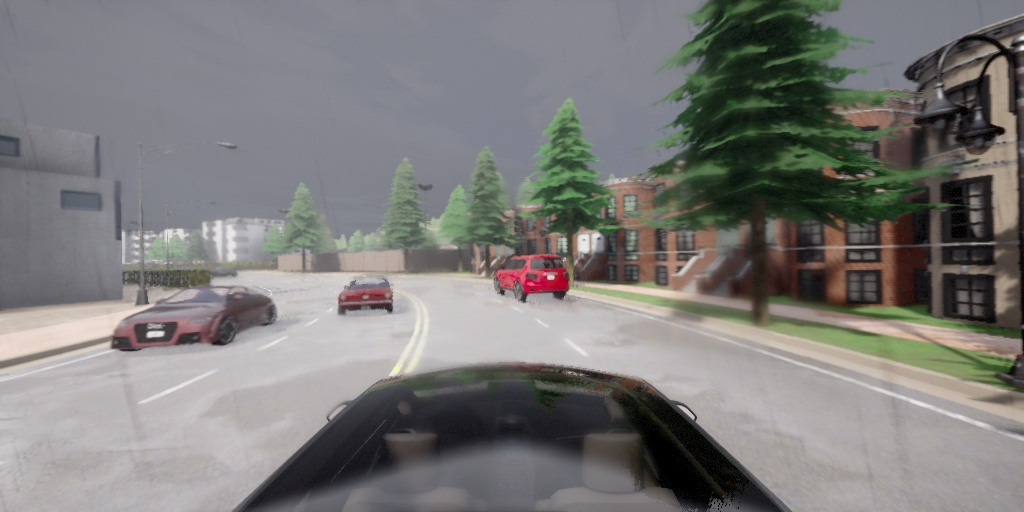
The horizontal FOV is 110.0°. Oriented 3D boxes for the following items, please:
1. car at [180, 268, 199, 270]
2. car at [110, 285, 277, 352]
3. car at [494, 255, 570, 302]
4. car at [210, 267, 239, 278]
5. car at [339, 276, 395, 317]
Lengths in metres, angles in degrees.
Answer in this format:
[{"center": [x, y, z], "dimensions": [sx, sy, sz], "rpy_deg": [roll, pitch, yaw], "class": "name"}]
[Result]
[{"center": [-40.316, 2.225, 44.917], "dimensions": [4.892, 1.490, 1.837], "rpy_deg": [-2, -1, 34], "class": "car"}, {"center": [-8.113, 1.505, 9.646], "dimensions": [1.994, 1.385, 4.181], "rpy_deg": [-1, 0, -13], "class": "car"}, {"center": [0.794, 1.009, 17.474], "dimensions": [2.150, 2.045, 5.566], "rpy_deg": [-1, 0, -18], "class": "car"}, {"center": [-38.677, 2.237, 48.034], "dimensions": [5.357, 1.411, 2.033], "rpy_deg": [-1, 0, 34], "class": "car"}, {"center": [-5.728, 1.510, 14.463], "dimensions": [1.895, 1.301, 4.718], "rpy_deg": [-1, 0, -18], "class": "car"}]
